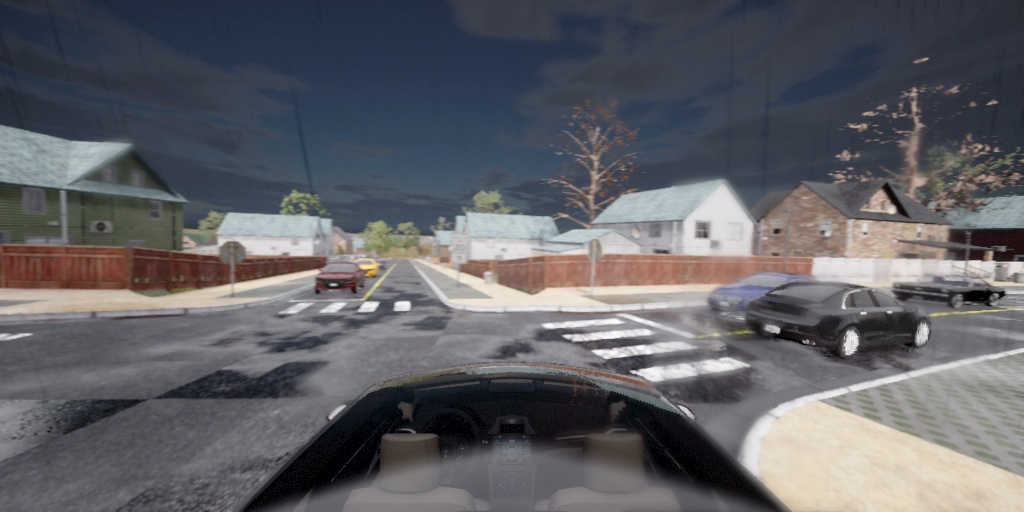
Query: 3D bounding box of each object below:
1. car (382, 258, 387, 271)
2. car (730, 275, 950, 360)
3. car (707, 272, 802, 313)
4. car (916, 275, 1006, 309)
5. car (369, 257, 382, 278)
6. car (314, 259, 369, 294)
[{"bbox_3d":[-16.123,0.925,42.930,2.128,1.511,4.902,1,0,-16],"label":"car"},{"bbox_3d":[7.970,1.395,8.738,4.892,1.490,1.837,1,3,-21],"label":"car"},{"bbox_3d":[8.789,1.266,12.030,4.674,1.442,1.812,1,3,-22],"label":"car"},{"bbox_3d":[19.465,1.510,16.031,4.718,1.301,1.895,1,3,-19],"label":"car"},{"bbox_3d":[-12.288,0.976,30.093,1.882,1.535,5.008,1,0,-17],"label":"car"},{"bbox_3d":[-8.939,1.040,18.923,1.882,1.535,5.008,1,0,-17],"label":"car"}]
